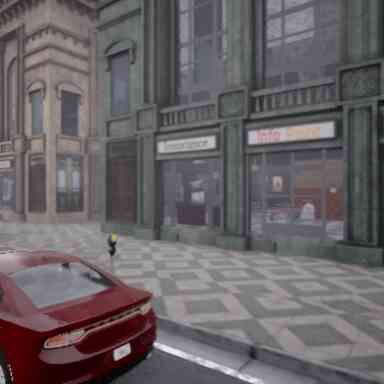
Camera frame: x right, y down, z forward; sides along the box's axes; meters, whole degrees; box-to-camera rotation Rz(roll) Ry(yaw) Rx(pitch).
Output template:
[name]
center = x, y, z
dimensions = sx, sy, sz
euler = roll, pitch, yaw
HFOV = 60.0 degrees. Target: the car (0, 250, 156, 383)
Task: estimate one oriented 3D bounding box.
[car]
center = -2.546, 1.526, 4.778
dimensions = 4.507, 1.381, 1.887
euler = 0, 0, 35
